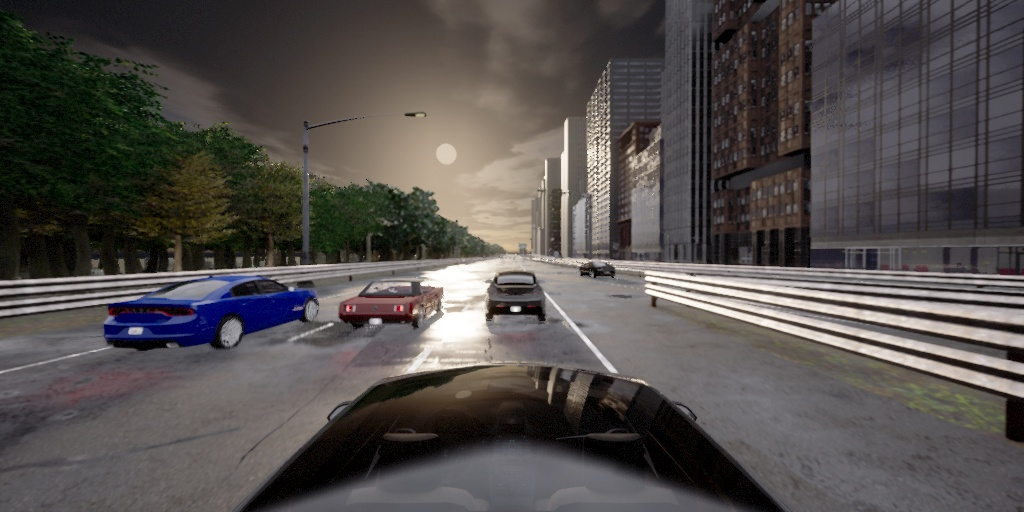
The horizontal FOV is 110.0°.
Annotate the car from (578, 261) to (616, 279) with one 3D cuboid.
[{"bbox_3d":[7.560,1.215,32.479,1.882,1.535,5.008,0,0,-11],"label":"car"}]

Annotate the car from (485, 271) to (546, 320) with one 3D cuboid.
[{"bbox_3d":[0.103,1.240,12.510,1.837,1.490,4.892,0,0,0],"label":"car"}]

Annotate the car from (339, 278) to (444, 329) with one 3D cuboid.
[{"bbox_3d":[-3.399,1.339,11.178,1.895,1.301,4.718,0,0,0],"label":"car"}]

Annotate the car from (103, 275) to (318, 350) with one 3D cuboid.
[{"bbox_3d":[-6.901,1.219,9.051,1.882,1.535,5.008,0,0,0],"label":"car"}]
